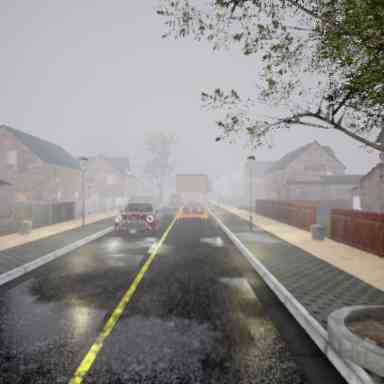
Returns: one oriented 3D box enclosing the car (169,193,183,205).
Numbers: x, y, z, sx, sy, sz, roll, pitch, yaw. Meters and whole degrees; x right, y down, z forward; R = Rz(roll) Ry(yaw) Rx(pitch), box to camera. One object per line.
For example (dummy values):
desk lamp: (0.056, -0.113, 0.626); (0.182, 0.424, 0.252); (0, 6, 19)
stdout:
car: (-2.799, 1.262, 58.794); (2.150, 2.045, 5.566); (0, 0, 1)

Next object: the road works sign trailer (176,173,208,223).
road works sign trailer: (-0.002, 0.421, 24.724); (2.380, 3.560, 2.880); (0, 0, 0)

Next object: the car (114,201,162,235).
car: (-2.850, 1.316, 18.360); (2.097, 1.767, 4.553); (0, 0, 0)
